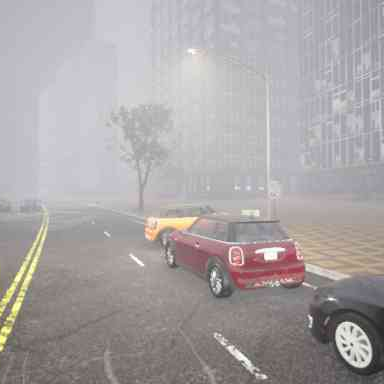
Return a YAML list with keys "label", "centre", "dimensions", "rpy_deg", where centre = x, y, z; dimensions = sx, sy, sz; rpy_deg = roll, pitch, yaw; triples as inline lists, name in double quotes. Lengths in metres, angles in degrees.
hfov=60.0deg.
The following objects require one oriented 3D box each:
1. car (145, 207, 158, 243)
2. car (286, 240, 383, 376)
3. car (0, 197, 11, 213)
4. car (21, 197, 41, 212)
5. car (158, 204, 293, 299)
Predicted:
- label: "car"
  centre: [0.280, 1.286, 14.562]
  dimensions: [4.553, 1.767, 2.097]
  rpy_deg: [-3, 1, -18]
- label: "car"
  centre: [3.595, 1.506, 3.444]
  dimensions: [1.837, 1.490, 4.892]
  rpy_deg: [0, 0, -36]
- label: "car"
  centre: [-21.978, 1.420, 38.020]
  dimensions: [2.097, 1.767, 4.553]
  rpy_deg: [0, 0, -24]
- label: "car"
  centre: [-19.015, 1.423, 39.355]
  dimensions: [2.097, 1.767, 4.553]
  rpy_deg: [0, 0, -24]
- label: "car"
  centre: [0.835, 1.360, 8.902]
  dimensions: [2.097, 1.767, 4.553]
  rpy_deg: [0, 0, -22]
